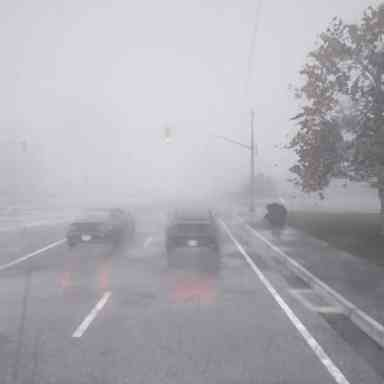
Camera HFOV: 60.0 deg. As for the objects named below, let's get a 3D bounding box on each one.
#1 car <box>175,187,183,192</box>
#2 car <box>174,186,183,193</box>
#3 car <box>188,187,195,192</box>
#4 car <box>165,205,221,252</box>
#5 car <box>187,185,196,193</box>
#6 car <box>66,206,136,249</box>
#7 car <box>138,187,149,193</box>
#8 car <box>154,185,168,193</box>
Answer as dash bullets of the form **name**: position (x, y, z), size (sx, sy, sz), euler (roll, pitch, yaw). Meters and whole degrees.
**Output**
- **car**: position (-3.541, -0.605, 94.443), size (2.033, 1.411, 5.357), euler (0, 0, 0)
- **car**: position (-3.536, -0.670, 84.390), size (2.097, 1.767, 4.553), euler (0, 0, 0)
- **car**: position (-0.041, -0.667, 94.444), size (1.882, 1.535, 5.008), euler (0, 0, 0)
- **car**: position (0.041, 1.264, 12.763), size (1.837, 1.490, 4.892), euler (0, 2, 0)
- **car**: position (-0.036, -0.803, 84.035), size (2.150, 2.045, 5.566), euler (0, 0, 0)
- **car**: position (-3.456, 1.270, 13.223), size (1.812, 1.442, 4.674), euler (0, 2, 0)
- **car**: position (-10.531, -0.509, 72.562), size (1.994, 1.385, 4.181), euler (0, 0, 0)
- **car**: position (-7.031, -0.706, 72.594), size (2.097, 1.767, 4.553), euler (0, 0, 0)
